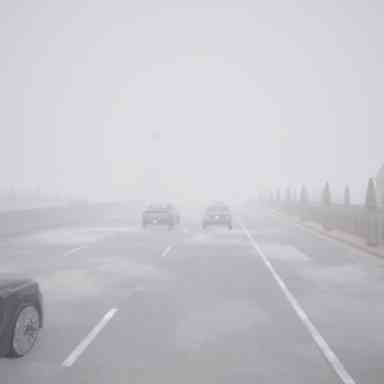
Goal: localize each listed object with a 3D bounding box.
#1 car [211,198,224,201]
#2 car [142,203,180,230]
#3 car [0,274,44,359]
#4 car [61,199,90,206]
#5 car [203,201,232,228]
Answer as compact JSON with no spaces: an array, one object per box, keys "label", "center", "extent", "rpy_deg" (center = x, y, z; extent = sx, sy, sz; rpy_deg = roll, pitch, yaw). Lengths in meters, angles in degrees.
[{"label":"car","center":[3.401,1.495,42.608],"extent":[1.812,1.442,4.674],"rpy_deg":[0,0,5]},{"label":"car","center":[-1.887,1.460,21.186],"extent":[2.128,1.511,4.902],"rpy_deg":[0,0,5]},{"label":"car","center":[-3.199,1.473,3.084],"extent":[2.128,1.511,4.902],"rpy_deg":[0,0,2]},{"label":"car","center":[-11.514,1.459,33.422],"extent":[2.033,1.411,5.357],"rpy_deg":[0,0,5]},{"label":"car","center":[1.673,1.531,21.836],"extent":[2.033,1.411,5.357],"rpy_deg":[0,0,5]}]
